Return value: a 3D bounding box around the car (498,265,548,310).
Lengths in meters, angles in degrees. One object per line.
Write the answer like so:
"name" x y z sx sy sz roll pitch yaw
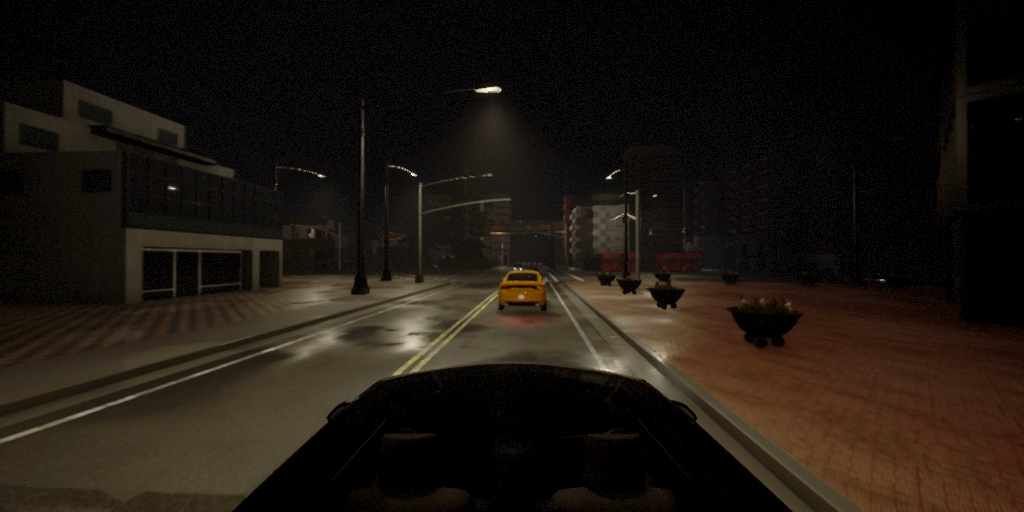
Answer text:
"car" 0.528 1.362 15.629 1.882 1.535 5.008 0 0 4
